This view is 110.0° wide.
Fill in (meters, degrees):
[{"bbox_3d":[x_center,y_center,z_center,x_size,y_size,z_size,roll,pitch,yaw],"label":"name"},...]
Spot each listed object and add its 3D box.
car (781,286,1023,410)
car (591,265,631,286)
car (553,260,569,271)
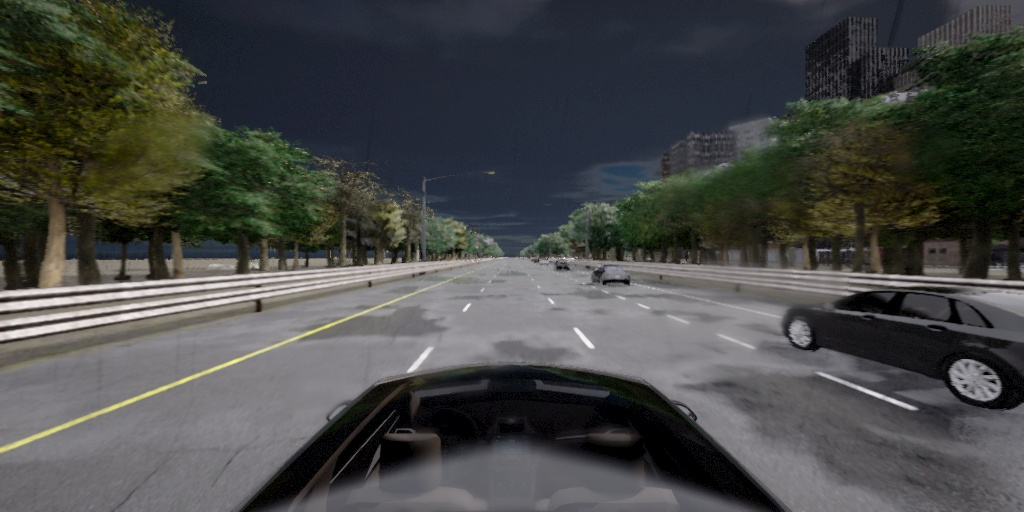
[{"bbox_3d":[6.999,1.263,6.122,1.837,1.490,4.892,0,0,0],"label":"car"},{"bbox_3d":[7.004,1.337,25.804,1.994,1.385,4.181,0,0,0],"label":"car"},{"bbox_3d":[7.072,1.312,52.000,1.837,1.490,4.892,0,0,0],"label":"car"}]
